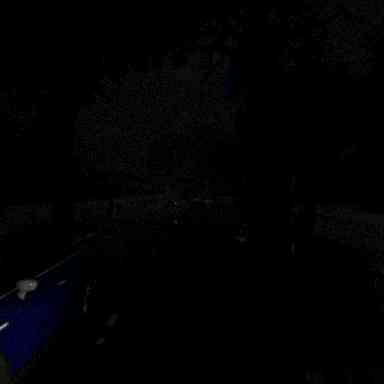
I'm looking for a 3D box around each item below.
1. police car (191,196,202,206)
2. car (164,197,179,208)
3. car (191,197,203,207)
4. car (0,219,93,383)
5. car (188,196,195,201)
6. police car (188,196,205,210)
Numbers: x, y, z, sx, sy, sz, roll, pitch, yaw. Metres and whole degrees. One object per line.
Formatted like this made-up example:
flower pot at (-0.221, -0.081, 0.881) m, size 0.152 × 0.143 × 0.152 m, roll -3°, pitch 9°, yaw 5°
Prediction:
police car at (0.722, 1.530, 59.720) m, size 1.930 × 1.638 × 5.238 m, roll 0°, pitch 0°, yaw 0°
car at (-2.912, 1.572, 48.667) m, size 1.837 × 1.490 × 4.892 m, roll 0°, pitch -1°, yaw 0°
car at (0.733, 1.608, 53.607) m, size 1.812 × 1.442 × 4.674 m, roll 0°, pitch 0°, yaw 0°
car at (-2.857, 1.348, 4.223) m, size 2.097 × 1.767 × 4.553 m, roll 0°, pitch 0°, yaw 0°
car at (-0.163, 1.724, 93.964) m, size 1.994 × 1.385 × 4.181 m, roll 0°, pitch 0°, yaw 0°
police car at (0.750, 1.477, 43.712) m, size 1.930 × 1.638 × 5.238 m, roll 0°, pitch 0°, yaw 0°
